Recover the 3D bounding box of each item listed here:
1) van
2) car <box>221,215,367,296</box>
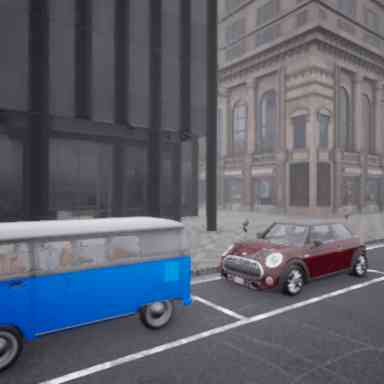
[{"bbox_3d":[-1.893,1.340,5.293,3.998,1.788,1.690,0,0,-35],"label":"van"},{"bbox_3d":[2.669,1.433,8.545,4.097,1.590,1.967,0,0,-35],"label":"car"}]
